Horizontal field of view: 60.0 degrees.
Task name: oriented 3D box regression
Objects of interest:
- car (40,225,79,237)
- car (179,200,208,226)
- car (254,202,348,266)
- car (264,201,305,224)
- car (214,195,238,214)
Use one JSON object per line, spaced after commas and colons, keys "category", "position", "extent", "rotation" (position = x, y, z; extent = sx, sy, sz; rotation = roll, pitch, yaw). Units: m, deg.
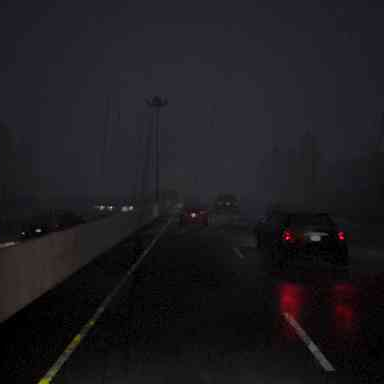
{"category": "car", "position": [-7.099, 1.600, 17.338], "extent": [1.994, 1.385, 4.181], "rotation": [0, 0, 0]}
{"category": "car", "position": [0.100, 1.553, 23.934], "extent": [2.163, 1.488, 4.792], "rotation": [0, 0, 0]}
{"category": "car", "position": [3.601, 1.377, 11.821], "extent": [2.097, 1.767, 4.553], "rotation": [0, 0, 0]}
{"category": "car", "position": [7.100, 1.532, 26.083], "extent": [1.882, 1.535, 5.008], "rotation": [0, 0, 0]}
{"category": "car", "position": [3.601, 1.296, 35.911], "extent": [2.150, 2.045, 5.566], "rotation": [0, 0, 0]}
